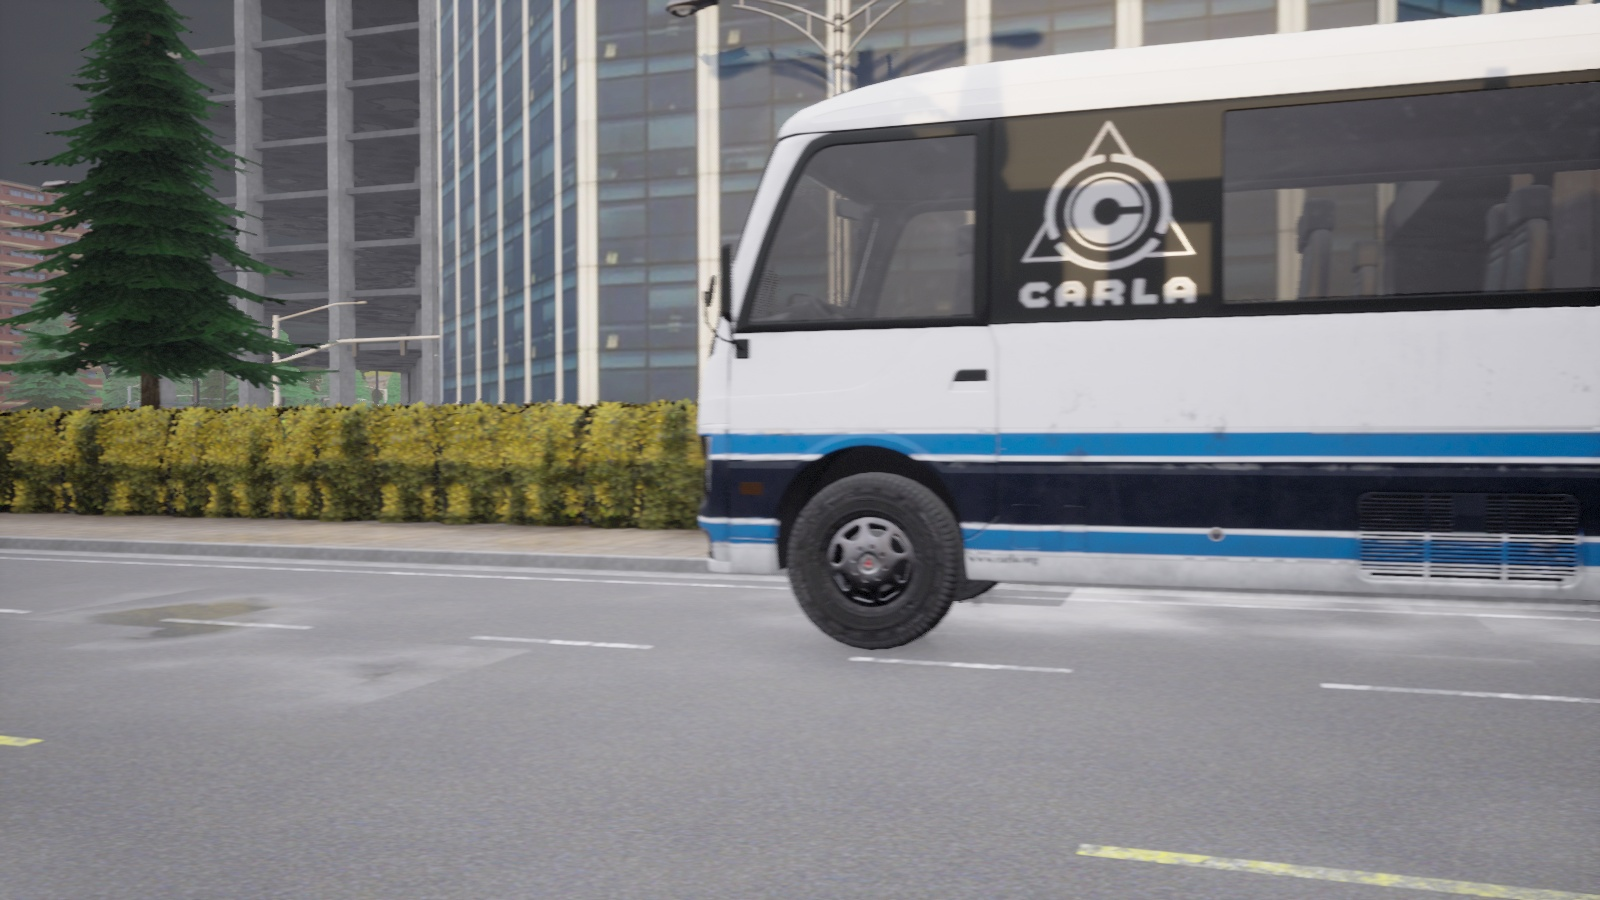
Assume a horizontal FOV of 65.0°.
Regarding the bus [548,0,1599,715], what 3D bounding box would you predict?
[{"bbox_3d":[3.672,-0.685,9.322,10.273,4.253,3.944,1,1,19],"label":"bus"}]
